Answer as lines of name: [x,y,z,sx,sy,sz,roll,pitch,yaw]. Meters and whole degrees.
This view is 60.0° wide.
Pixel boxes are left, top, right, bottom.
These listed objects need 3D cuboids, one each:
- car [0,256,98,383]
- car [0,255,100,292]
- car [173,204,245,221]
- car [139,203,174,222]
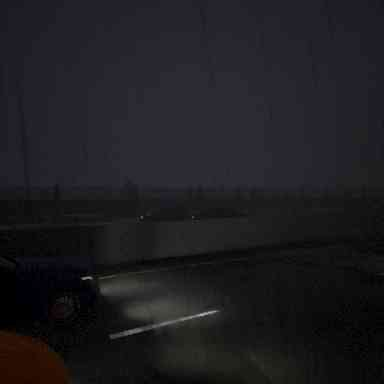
car: [-3.113,1.468,1.391,5.008,1.535,1.882,0,0,-36]
car: [-3.832,1.505,5.168,4.674,1.442,1.812,0,0,-36]
car: [1.303,1.510,20.759,4.181,1.385,1.994,0,0,-28]
car: [-1.580,1.499,23.168,4.181,1.385,1.994,0,0,-28]
